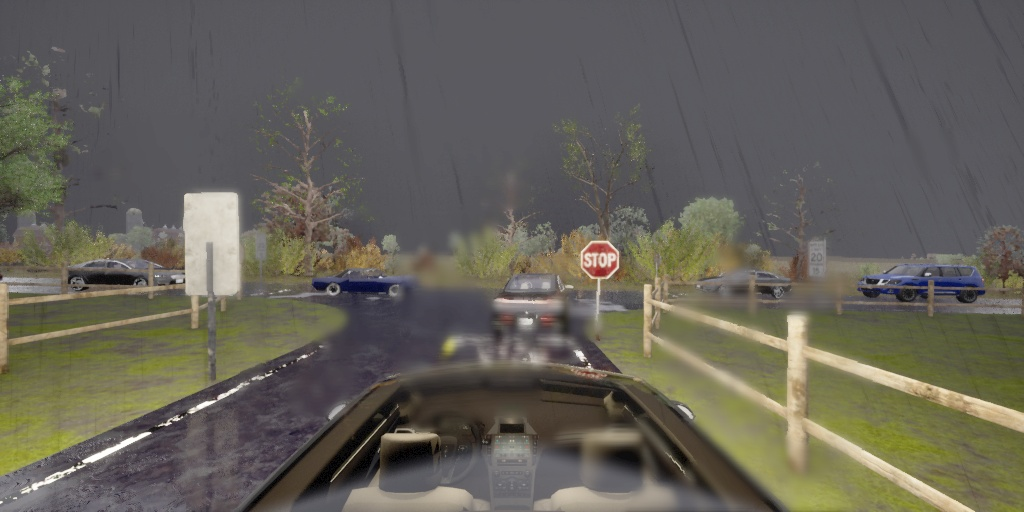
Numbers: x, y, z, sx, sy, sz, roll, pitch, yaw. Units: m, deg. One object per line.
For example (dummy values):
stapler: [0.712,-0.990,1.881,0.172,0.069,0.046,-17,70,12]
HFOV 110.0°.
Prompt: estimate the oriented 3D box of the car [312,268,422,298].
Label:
car: [-6.813,1.248,17.272,4.718,1.301,1.895,1,1,0]

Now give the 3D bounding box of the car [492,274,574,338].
car: [0.711,1.240,10.235,2.128,1.511,4.902,0,0,9]

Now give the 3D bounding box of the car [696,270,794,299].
car: [13.015,1.525,20.186,4.902,1.511,2.128,1,1,0]

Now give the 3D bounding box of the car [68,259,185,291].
car: [-18.481,0.885,17.296,4.902,1.511,2.128,1,1,0]

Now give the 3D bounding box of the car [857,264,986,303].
car: [22.911,1.467,20.169,5.566,2.045,2.150,1,1,0]

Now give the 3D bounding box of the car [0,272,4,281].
car: [-27.784,0.717,17.309,4.674,1.442,1.812,1,1,0]
